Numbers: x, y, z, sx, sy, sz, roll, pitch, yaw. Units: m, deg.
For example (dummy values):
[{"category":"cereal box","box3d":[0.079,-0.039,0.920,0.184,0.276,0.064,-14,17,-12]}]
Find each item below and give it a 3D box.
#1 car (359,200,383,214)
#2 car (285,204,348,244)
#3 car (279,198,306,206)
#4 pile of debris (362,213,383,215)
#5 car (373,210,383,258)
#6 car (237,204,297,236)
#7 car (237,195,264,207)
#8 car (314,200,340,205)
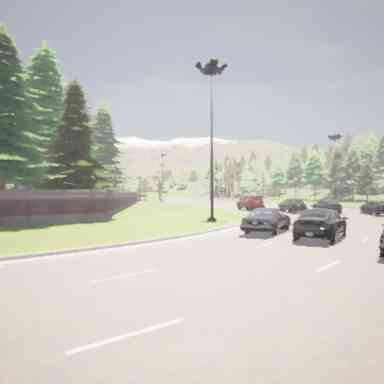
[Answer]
[{"category":"car","box3d":[18.664,1.622,33.626,1.837,1.490,4.892,0,0,3]},{"category":"car","box3d":[6.358,1.575,16.354,1.837,1.490,4.892,1,0,33]},{"category":"car","box3d":[11.601,1.529,38.830,2.097,1.767,4.553,0,0,-4]},{"category":"pile of debris","box3d":[18.948,2.301,34.768,1.500,0.140,1.860,0,0,1]},{"category":"car","box3d":[8.106,1.588,12.312,2.033,1.411,5.357,0,0,34]},{"category":"car","box3d":[4.367,1.641,19.240,2.033,1.411,5.357,0,0,27]},{"category":"car","box3d":[7.650,1.440,43.807,2.150,2.045,5.566,0,0,-10]},{"category":"car","box3d":[15.199,1.662,37.750,1.837,1.490,4.892,1,0,-3]}]
